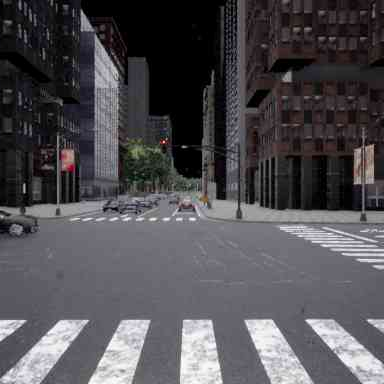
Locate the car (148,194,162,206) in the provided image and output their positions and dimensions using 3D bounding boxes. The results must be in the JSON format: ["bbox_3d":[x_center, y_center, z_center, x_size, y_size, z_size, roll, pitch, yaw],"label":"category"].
[{"bbox_3d":[-6.549,1.551,55.571,1.837,1.490,4.892,0,0,0],"label":"car"}]

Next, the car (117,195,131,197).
[{"bbox_3d":[-9.159,1.335,44.370,2.192,1.841,5.009,0,0,0],"label":"car"}]

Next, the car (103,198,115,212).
[{"bbox_3d":[-9.124,1.574,38.944,1.947,1.339,4.313,0,0,0],"label":"car"}]

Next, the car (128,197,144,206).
[{"bbox_3d":[-9.225,1.570,55.051,1.752,1.417,4.829,0,0,0],"label":"car"}]

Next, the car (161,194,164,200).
[{"bbox_3d":[-9.431,1.449,87.777,2.192,1.841,5.009,0,0,0],"label":"car"}]

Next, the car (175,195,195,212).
[{"bbox_3d":[-0.599,1.448,38.995,1.967,1.590,4.097,0,0,0],"label":"car"}]

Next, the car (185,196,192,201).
[{"bbox_3d":[-0.940,1.695,93.243,1.887,1.381,4.507,0,0,0],"label":"car"}]

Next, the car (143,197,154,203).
[{"bbox_3d":[-9.328,1.668,71.499,1.802,1.307,4.206,0,0,0],"label":"car"}]

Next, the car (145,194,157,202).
[{"bbox_3d":[-9.363,1.417,76.926,2.192,1.841,5.009,0,0,0],"label":"car"}]

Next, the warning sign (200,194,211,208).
[{"bbox_3d":[1.689,1.131,42.679,1.300,1.860,1.060,0,0,0],"label":"warning sign"}]

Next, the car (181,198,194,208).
[{"bbox_3d":[-0.667,1.614,49.844,1.802,1.307,4.206,0,0,0],"label":"car"}]

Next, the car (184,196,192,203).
[{"bbox_3d":[-0.804,1.612,71.714,1.752,1.417,4.829,0,0,0],"label":"car"}]

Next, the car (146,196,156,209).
[{"bbox_3d":[-6.506,1.586,45.378,1.994,1.385,4.181,0,0,-1],"label":"car"}]

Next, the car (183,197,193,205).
[{"bbox_3d":[-0.735,1.603,60.694,1.887,1.381,4.507,0,0,0],"label":"car"}]

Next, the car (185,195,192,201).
[{"bbox_3d":[-0.905,1.574,87.819,1.967,1.590,4.097,0,0,0],"label":"car"}]

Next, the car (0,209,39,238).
[{"bbox_3d":[-9.937,1.393,15.751,4.892,1.490,1.837,0,2,-23],"label":"car"}]

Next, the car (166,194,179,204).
[{"bbox_3d":[-3.429,1.615,64.341,2.033,1.411,5.357,0,0,0],"label":"car"}]

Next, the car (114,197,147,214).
[{"bbox_3d":[-6.446,1.548,35.423,2.033,1.411,5.357,0,0,-1],"label":"car"}]
